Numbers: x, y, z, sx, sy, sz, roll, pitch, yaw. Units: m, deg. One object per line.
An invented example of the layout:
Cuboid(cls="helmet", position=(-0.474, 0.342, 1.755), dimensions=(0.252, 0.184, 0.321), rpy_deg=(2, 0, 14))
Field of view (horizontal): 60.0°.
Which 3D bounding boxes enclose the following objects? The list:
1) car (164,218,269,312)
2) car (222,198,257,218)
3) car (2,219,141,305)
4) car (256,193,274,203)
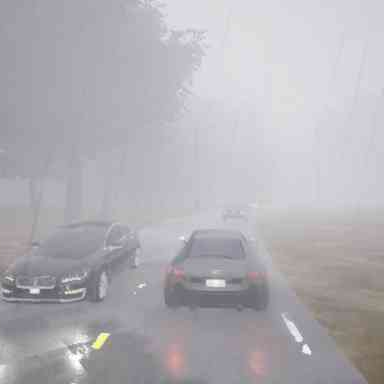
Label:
Cuboid(cls="car", position=(0.584, 1.549, 7.786), dimensions=(1.994, 1.385, 4.181), rpy_deg=(0, 0, 5))
Cuboid(cls="car", position=(3.488, 1.423, 25.178), dimensions=(2.033, 1.411, 5.357), rpy_deg=(0, 0, 15))
Cuboid(cls="car", position=(-2.587, 1.495, 8.314), dimensions=(1.837, 1.490, 4.892), rpy_deg=(0, 0, 5))
Cuboid(cls="car", position=(11.551, 0.952, 52.570), dimensions=(1.882, 1.535, 5.008), rpy_deg=(-1, 1, 29))
